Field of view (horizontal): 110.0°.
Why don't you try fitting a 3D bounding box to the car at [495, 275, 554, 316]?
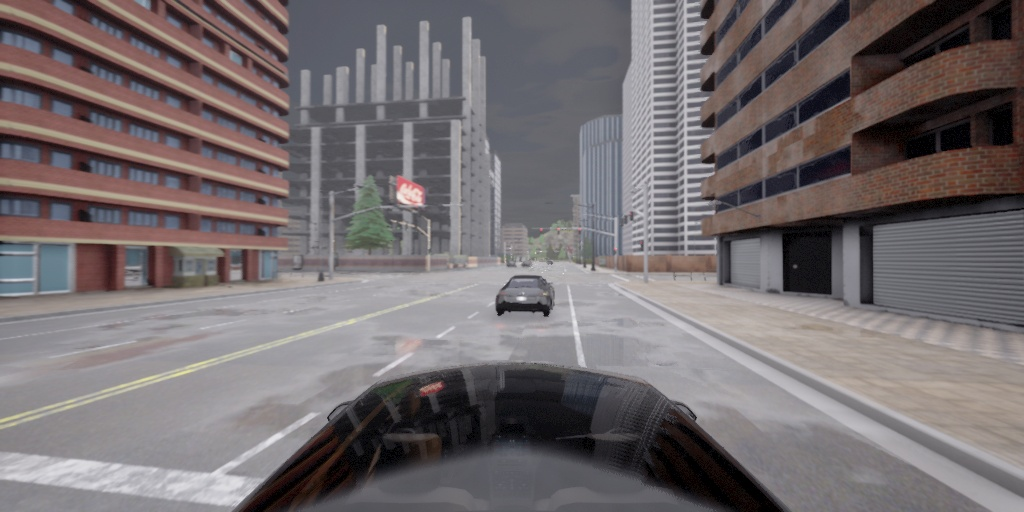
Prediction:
[{"bbox_3d":[0.614,1.425,14.062,1.994,1.385,4.181,0,0,8],"label":"car"}]
